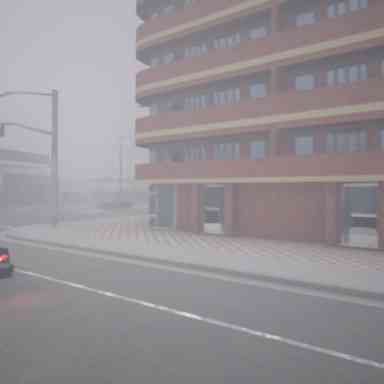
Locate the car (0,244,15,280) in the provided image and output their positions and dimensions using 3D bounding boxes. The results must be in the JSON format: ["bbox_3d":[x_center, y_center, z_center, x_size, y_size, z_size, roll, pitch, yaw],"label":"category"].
[{"bbox_3d":[-6.457,1.478,8.311,5.357,1.411,2.033,0,0,38],"label":"car"}]

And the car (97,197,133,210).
[{"bbox_3d":[-8.956,1.320,38.871,1.812,1.442,4.674,0,0,33],"label":"car"}]
